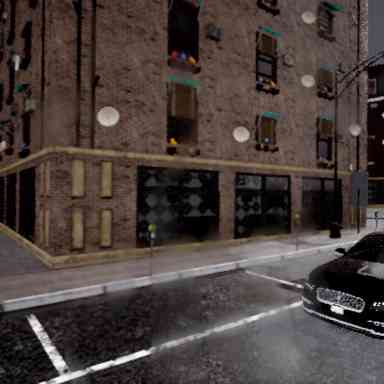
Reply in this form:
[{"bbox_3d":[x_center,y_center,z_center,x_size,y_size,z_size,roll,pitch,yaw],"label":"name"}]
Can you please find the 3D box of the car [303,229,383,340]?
[{"bbox_3d":[4.106,1.478,6.247,4.892,1.490,1.837,0,0,-35],"label":"car"}]
